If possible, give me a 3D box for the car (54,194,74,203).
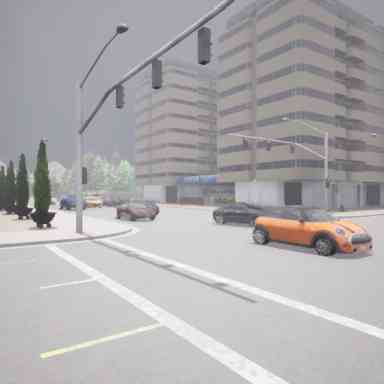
[{"bbox_3d":[-22.682,1.140,58.829,2.128,1.511,4.902,0,0,-35],"label":"car"}]

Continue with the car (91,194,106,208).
[{"bbox_3d":[-14.068,1.478,46.268,1.882,1.535,5.008,0,0,-35],"label":"car"}]

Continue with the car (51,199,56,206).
[{"bbox_3d":[-23.093,1.477,53.211,1.882,1.535,5.008,0,0,-34],"label":"car"}]

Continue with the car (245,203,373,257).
[{"bbox_3d":[4.601,1.352,13.242,2.097,1.767,4.553,0,0,-35],"label":"car"}]

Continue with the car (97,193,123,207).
[{"bbox_3d":[-12.116,1.352,49.930,2.097,1.767,4.553,0,0,-35],"label":"car"}]

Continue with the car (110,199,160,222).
[{"bbox_3d":[-4.597,1.526,26.483,1.812,1.442,4.674,0,0,-35],"label":"car"}]

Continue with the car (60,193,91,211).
[{"bbox_3d":[-14.747,1.225,41.110,2.150,2.045,5.566,0,0,-35],"label":"car"}]

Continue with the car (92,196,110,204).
[{"bbox_3d":[-17.475,1.505,63.776,1.837,1.490,4.892,0,0,-33],"label":"car"}]

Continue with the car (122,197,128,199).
[{"bbox_3d":[-4.968,1.505,33.152,1.837,1.490,4.892,0,0,-35],"label":"car"}]

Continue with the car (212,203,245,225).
[{"bbox_3d":[3.536,1.507,22.328,4.892,1.490,1.837,-1,0,44],"label":"car"}]

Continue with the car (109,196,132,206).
[{"bbox_3d":[-12.167,1.491,56.138,2.128,1.511,4.902,0,0,-35],"label":"car"}]
